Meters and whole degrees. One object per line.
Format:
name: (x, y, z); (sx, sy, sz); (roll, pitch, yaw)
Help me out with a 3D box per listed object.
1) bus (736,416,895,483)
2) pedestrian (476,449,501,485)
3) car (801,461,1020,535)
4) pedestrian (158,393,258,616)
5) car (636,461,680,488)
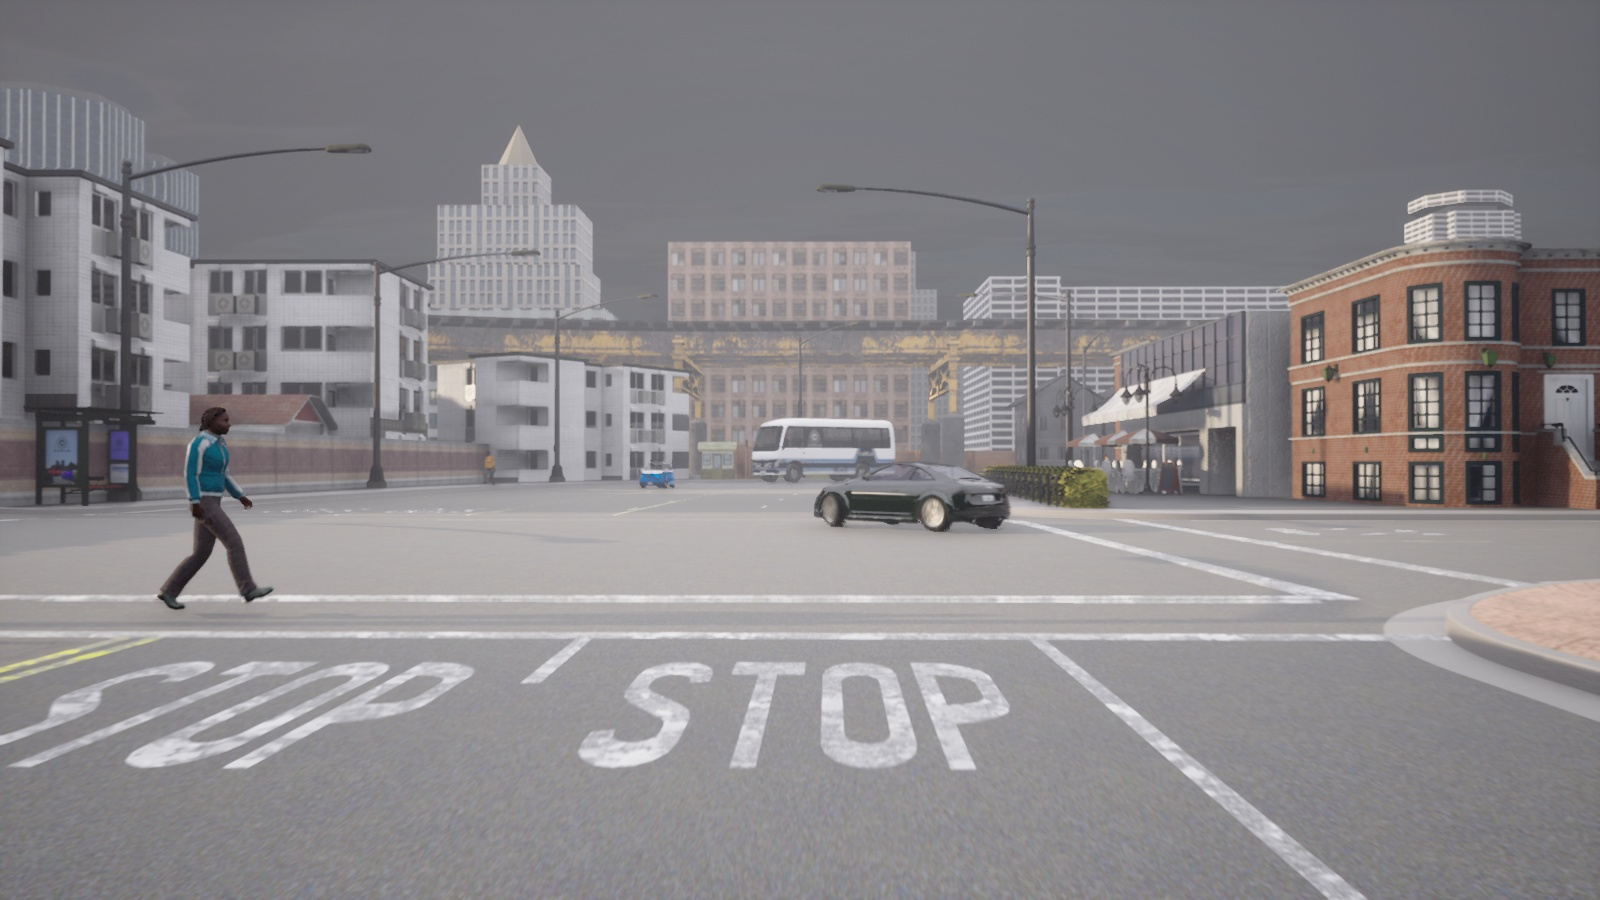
bus: (1.145, 0.026, 83.916); (10.273, 4.253, 3.944); (0, -1, -35)
pedestrian: (-16.172, 0.859, 65.200); (0.874, 1.855, 0.900); (0, -1, 22)
car: (2.197, 0.913, 25.708); (1.994, 1.385, 4.181); (0, -1, -44)
pedestrian: (-5.214, 0.470, 11.082); (0.692, 1.930, 0.396); (0, -1, -3)
car: (-7.315, 1.262, 64.670); (1.481, 1.376, 2.207); (0, -1, 17)
